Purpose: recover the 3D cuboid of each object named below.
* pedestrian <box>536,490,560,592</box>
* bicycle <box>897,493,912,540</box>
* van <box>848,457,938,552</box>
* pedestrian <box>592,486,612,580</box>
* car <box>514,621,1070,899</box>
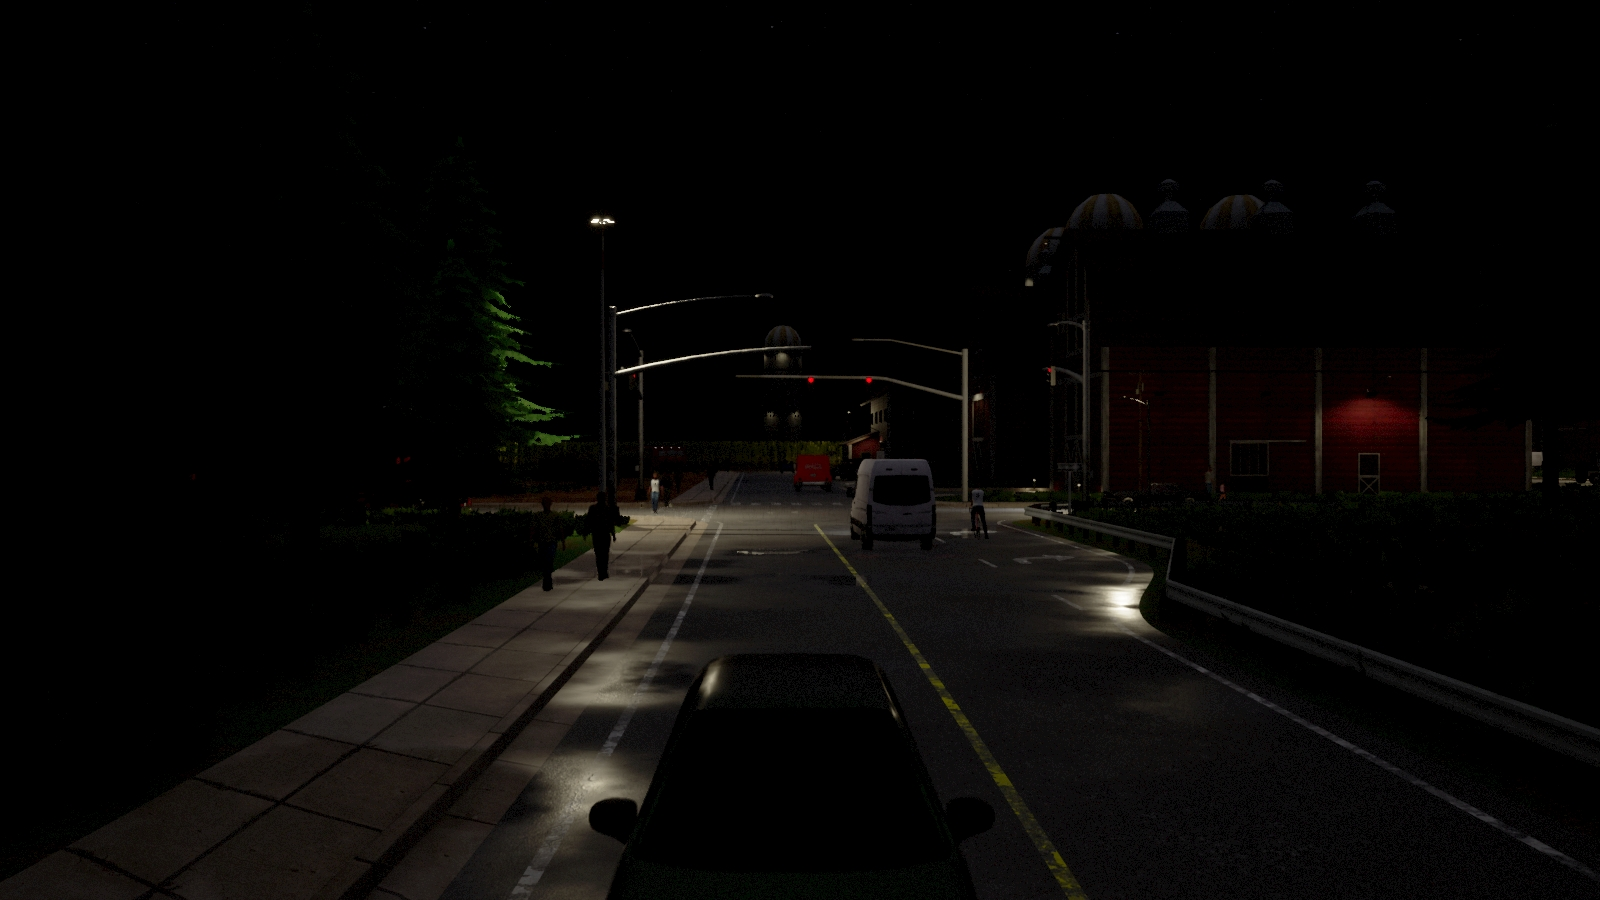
[{"bbox_3d":[-4.662,1.670,21.139,0.375,1.860,0.375,0,0,-1],"label":"pedestrian"},{"bbox_3d":[3.290,2.079,36.037,0.373,1.396,1.643,0,0,3],"label":"bicycle"},{"bbox_3d":[2.659,1.508,34.092,1.988,2.561,5.915,0,0,-2],"label":"van"},{"bbox_3d":[-4.007,1.669,23.082,0.375,1.860,0.375,0,0,-13],"label":"pedestrian"},{"bbox_3d":[-0.042,1.973,5.798,1.851,1.617,3.988,0,0,-1],"label":"car"}]
